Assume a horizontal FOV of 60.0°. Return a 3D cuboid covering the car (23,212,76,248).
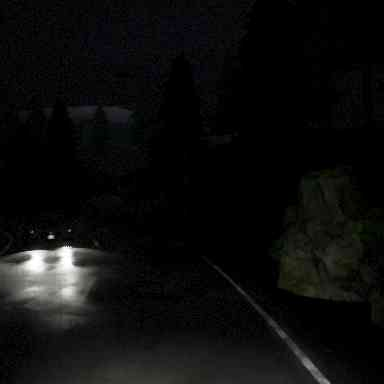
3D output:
[{"bbox_3d":[-6.495,1.617,15.098,1.994,1.385,4.181,0,0,-26],"label":"car"}]
